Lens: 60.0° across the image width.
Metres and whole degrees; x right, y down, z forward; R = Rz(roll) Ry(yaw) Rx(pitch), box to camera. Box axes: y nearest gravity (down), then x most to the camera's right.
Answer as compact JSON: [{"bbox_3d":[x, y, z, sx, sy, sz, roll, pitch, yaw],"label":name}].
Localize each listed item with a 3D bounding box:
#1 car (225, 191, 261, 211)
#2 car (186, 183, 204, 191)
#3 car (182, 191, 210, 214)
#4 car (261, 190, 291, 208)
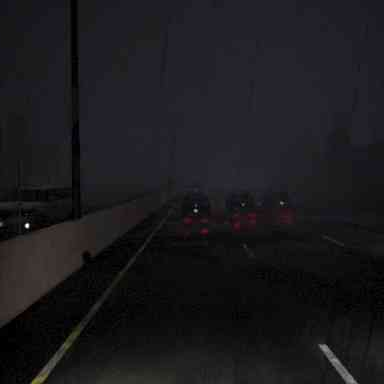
[{"bbox_3d":[3.798,0.623,26.825,2.128,1.511,4.902,0,2,0],"label":"car"},{"bbox_3d":[0.437,-0.248,45.352,2.150,2.045,5.566,0,2,0],"label":"car"},{"bbox_3d":[0.275,0.828,23.763,1.895,1.301,4.718,0,2,0],"label":"car"},{"bbox_3d":[7.317,0.557,29.376,1.837,1.490,4.892,0,2,0],"label":"car"}]
